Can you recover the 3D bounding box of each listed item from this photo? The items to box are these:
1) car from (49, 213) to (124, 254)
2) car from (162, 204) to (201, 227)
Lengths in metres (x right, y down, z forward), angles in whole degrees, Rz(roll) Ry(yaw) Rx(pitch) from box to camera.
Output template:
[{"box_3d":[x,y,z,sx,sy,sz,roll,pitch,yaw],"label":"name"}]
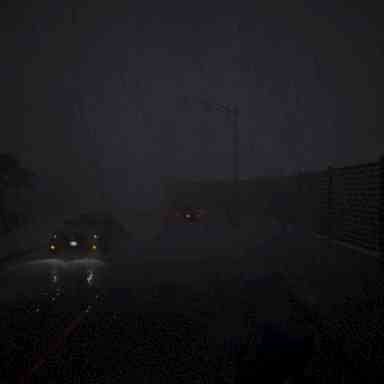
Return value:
[{"box_3d":[-4.017,1.558,13.276,1.994,1.385,4.181,0,0,0],"label":"car"},{"box_3d":[-0.821,1.540,23.049,2.033,1.411,5.357,0,0,-14],"label":"car"}]
